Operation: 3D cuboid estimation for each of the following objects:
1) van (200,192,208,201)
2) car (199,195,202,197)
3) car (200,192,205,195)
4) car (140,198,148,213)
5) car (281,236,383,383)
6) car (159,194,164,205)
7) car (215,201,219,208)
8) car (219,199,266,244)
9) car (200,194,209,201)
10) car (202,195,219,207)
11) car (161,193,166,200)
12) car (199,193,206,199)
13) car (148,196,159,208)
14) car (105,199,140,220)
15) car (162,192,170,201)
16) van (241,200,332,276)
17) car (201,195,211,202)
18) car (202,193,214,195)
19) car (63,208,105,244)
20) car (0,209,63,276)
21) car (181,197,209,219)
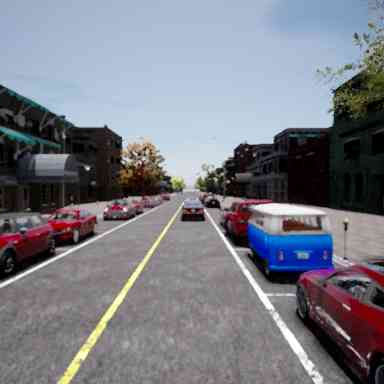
[{"bbox_3d":[2.661,0.997,76.469,1.690,1.788,3.998,-1,0,0],"label":"van"},{"bbox_3d":[0.084,1.392,46.595,1.895,1.301,4.718,0,0,0],"label":"car"},{"bbox_3d":[2.668,1.072,54.277,2.192,1.841,5.009,-1,0,0],"label":"car"},{"bbox_3d":[-5.703,1.401,32.079,1.887,1.381,4.507,-1,0,0],"label":"car"},{"bbox_3d":[2.686,1.562,4.343,1.802,1.307,4.206,-1,0,0],"label":"car"},{"bbox_3d":[-5.709,1.332,48.724,2.008,1.369,4.403,-1,0,0],"label":"car"},{"bbox_3d":[2.680,1.488,20.988,1.802,1.307,4.206,-1,0,0],"label":"car"},{"bbox_3d":[2.680,1.246,15.438,2.192,1.841,5.009,-1,0,0],"label":"car"},{"bbox_3d":[2.665,1.206,71.092,1.752,1.417,4.829,-1,0,0],"label":"car"},{"bbox_3d":[2.674,1.372,43.181,1.947,1.339,4.313,-1,0,0],"label":"car"},{"bbox_3d":[-5.710,1.338,54.273,1.802,1.307,4.206,-1,0,0],"label":"car"},{"bbox_3d":[2.660,1.129,87.737,1.752,1.417,4.829,-1,0,0],"label":"car"},{"bbox_3d":[-5.707,1.388,43.176,1.802,1.307,4.206,-1,0,0],"label":"car"},{"bbox_3d":[-5.703,1.321,26.531,1.967,1.590,4.097,-1,0,0],"label":"car"},{"bbox_3d":[-5.718,0.996,70.916,2.192,1.841,5.009,-1,0,0],"label":"car"},{"bbox_3d":[2.682,1.297,9.890,1.690,1.788,3.998,-1,0,0],"label":"van"},{"bbox_3d":[2.667,1.288,65.374,1.802,1.307,4.206,-1,0,0],"label":"car"},{"bbox_3d":[2.672,1.306,48.898,1.752,1.417,4.829,-1,0,0],"label":"car"},{"bbox_3d":[-5.699,1.475,15.435,1.887,1.381,4.507,-1,0,0],"label":"car"},{"bbox_3d":[-5.698,1.395,9.886,1.967,1.590,4.097,-1,0,0],"label":"car"},{"bbox_3d":[0.090,1.425,27.285,2.033,1.411,5.357,0,0,0],"label":"car"}]
